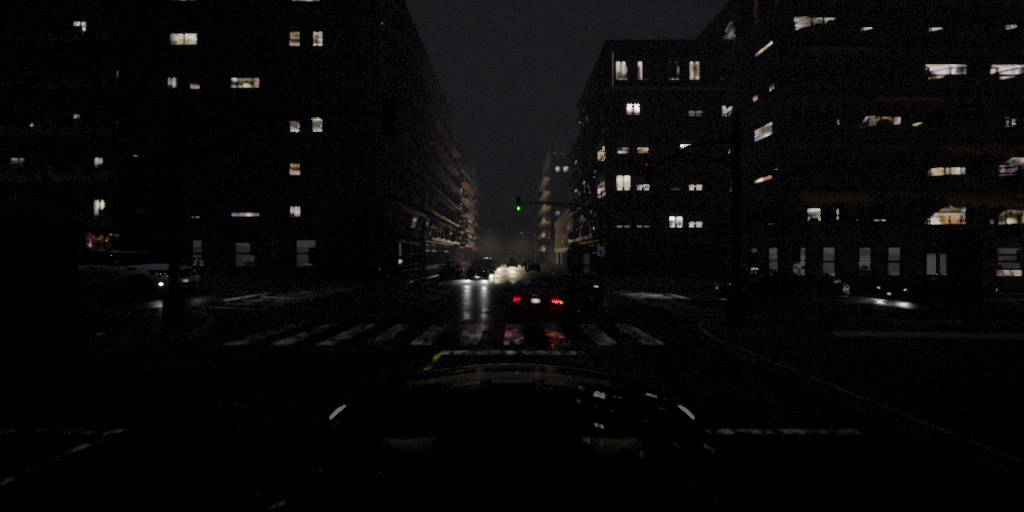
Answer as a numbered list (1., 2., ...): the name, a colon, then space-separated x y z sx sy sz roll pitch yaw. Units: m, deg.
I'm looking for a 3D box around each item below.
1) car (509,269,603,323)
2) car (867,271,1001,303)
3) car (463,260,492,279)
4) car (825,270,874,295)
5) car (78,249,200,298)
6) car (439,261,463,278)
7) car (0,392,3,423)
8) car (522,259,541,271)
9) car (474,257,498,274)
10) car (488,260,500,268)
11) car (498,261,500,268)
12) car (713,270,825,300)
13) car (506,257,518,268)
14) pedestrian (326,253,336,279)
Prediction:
1. car: 1.748 1.314 12.391 2.033 1.411 5.357 0 0 25
2. car: 23.576 1.762 19.945 5.357 1.411 2.033 1 0 -1
3. car: -3.106 1.325 33.360 1.812 1.442 4.674 0 0 0
4. car: 21.378 1.606 22.475 4.097 1.591 1.967 0 0 -1
5. car: -17.540 0.717 16.235 5.566 2.045 2.150 1 0 -1
6. car: -5.693 1.240 34.036 1.967 1.591 4.097 0 0 0
7. car: -5.689 1.332 1.625 1.802 1.307 4.207 0 0 0
8. car: 2.686 1.369 45.309 2.007 1.370 4.403 0 0 0
9. car: -3.101 1.165 42.300 2.097 1.767 4.553 0 0 0
10. car: -3.016 1.371 62.230 1.812 1.442 4.674 0 0 0
11. car: -3.085 1.332 51.529 1.837 1.490 4.892 0 0 0
12. car: 13.767 1.532 19.820 4.902 1.511 2.128 1 0 -1
13. car: 0.069 1.375 64.337 1.812 1.442 4.674 0 0 0
14. pedestrian: -12.715 0.689 25.030 0.375 1.860 0.375 0 -1 -1
